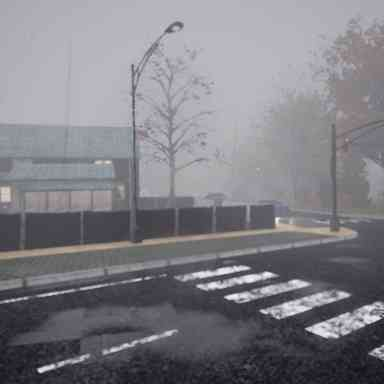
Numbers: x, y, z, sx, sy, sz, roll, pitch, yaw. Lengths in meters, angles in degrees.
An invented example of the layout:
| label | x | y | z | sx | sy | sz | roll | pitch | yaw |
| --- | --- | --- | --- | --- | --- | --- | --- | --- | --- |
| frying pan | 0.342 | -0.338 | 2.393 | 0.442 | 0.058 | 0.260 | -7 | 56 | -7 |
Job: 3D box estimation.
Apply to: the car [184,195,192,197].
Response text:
| label | x | y | z | sx | sy | sz | roll | pitch | yaw |
| --- | --- | --- | --- | --- | --- | --- | --- | --- | --- |
| car | -0.912 | 1.328 | 65.906 | 2.033 | 1.411 | 5.357 | -1 | 1 | -15 |

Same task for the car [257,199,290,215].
| label | x | y | z | sx | sy | sz | roll | pitch | yaw |
| --- | --- | --- | --- | --- | --- | --- | --- | --- | --- |
| car | 7.789 | 1.462 | 32.834 | 1.882 | 1.535 | 5.008 | -1 | 1 | -15 |

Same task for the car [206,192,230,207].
| label | x | y | z | sx | sy | sz | roll | pitch | yaw |
| --- | --- | --- | --- | --- | --- | --- | --- | --- | --- |
| car | 3.693 | 1.107 | 48.213 | 2.150 | 2.045 | 5.566 | -1 | 0 | -15 |
